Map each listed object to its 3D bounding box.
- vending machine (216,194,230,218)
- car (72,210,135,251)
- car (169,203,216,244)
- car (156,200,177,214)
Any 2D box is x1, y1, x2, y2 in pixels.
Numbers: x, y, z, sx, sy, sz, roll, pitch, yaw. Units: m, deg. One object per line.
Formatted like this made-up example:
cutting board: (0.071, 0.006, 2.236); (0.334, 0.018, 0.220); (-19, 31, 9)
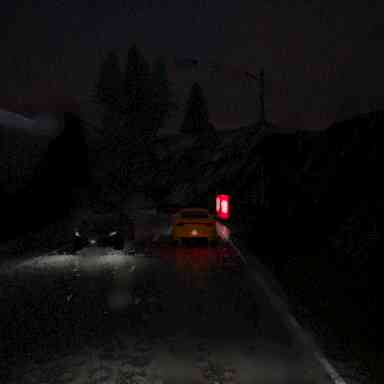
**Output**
vending machine: (2.781, 1.238, 29.871); (1.100, 2.100, 0.880); (0, 0, -10)
car: (-3.637, 1.546, 14.468); (1.812, 1.442, 4.674); (0, 0, 0)
car: (0.092, 1.500, 15.904); (1.882, 1.535, 5.008); (0, 0, 0)
car: (-2.549, 1.577, 36.142); (1.812, 1.442, 4.674); (0, 0, -20)
